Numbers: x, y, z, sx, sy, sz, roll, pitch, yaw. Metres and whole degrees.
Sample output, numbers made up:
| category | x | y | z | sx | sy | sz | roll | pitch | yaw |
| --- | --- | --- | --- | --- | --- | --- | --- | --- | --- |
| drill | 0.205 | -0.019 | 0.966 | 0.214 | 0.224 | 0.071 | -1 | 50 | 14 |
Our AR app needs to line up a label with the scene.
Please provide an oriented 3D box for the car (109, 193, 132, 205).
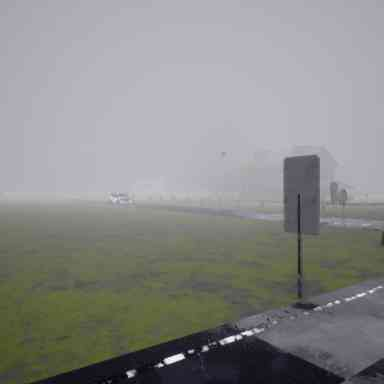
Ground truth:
| category | x | y | z | sx | sy | sz | roll | pitch | yaw |
| --- | --- | --- | --- | --- | --- | --- | --- | --- | --- |
| car | -11.857 | 1.185 | 54.842 | 2.150 | 2.045 | 5.566 | 0 | 0 | -35 |
